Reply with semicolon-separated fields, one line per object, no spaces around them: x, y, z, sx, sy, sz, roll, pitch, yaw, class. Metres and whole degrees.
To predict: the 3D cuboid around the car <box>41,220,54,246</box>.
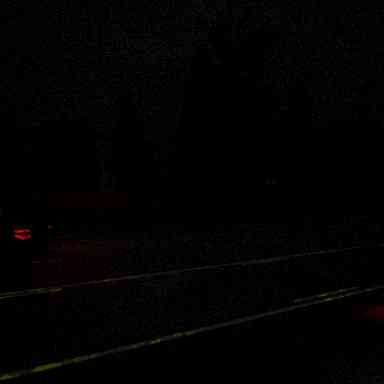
-7.390;1.488;11.424;4.902;1.511;2.128;0;0;-30;car

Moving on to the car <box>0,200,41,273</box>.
-6.731;1.218;7.769;5.566;2.045;2.150;0;0;-30;car
